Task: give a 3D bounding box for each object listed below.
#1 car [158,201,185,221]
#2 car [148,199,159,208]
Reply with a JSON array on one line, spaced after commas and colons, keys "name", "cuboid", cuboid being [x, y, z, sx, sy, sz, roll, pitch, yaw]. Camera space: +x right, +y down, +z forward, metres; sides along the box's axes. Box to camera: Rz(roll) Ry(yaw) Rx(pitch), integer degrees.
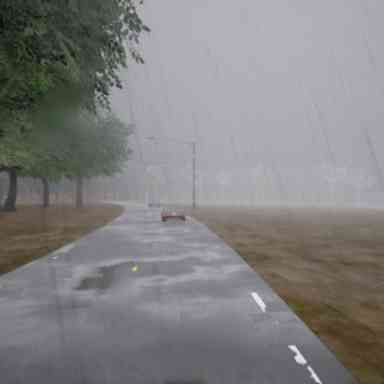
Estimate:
[{"name": "car", "cuboid": [-1.682, 1.732, 28.938, 1.994, 1.385, 4.181, 0, 0, -6]}, {"name": "car", "cuboid": [-6.333, 1.953, 56.507, 1.994, 1.385, 4.181, 0, -1, -12]}]
